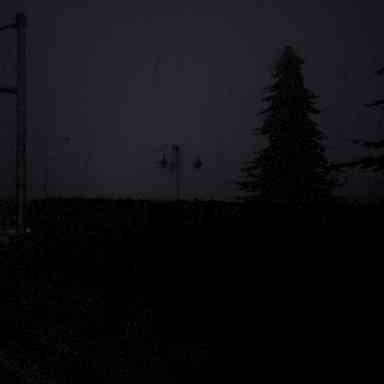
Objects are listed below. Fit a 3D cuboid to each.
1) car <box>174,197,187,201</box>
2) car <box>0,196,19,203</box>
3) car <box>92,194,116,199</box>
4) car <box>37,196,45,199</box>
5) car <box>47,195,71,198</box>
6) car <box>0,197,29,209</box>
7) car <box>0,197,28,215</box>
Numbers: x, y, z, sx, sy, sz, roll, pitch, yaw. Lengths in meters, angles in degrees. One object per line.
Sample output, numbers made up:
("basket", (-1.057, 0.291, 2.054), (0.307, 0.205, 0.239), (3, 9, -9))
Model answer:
("car", (-2.090, 1.566, 51.802), (1.845, 1.501, 3.633), (0, 0, 39))
("car", (-41.279, 1.619, 73.956), (2.007, 1.523, 4.514), (0, 0, 39))
("car", (-16.392, 1.350, 63.670), (1.932, 1.855, 4.605), (0, 0, 39))
("car", (-33.983, 1.556, 77.096), (1.970, 1.475, 3.806), (0, 0, 39))
("car", (-28.809, 1.457, 73.286), (2.152, 1.636, 5.027), (0, 0, 39))
("car", (-25.336, 1.523, 47.021), (1.845, 1.501, 3.633), (0, 0, 39))
("car", (-18.558, 1.478, 31.638), (2.007, 1.523, 4.514), (0, 0, 39))
